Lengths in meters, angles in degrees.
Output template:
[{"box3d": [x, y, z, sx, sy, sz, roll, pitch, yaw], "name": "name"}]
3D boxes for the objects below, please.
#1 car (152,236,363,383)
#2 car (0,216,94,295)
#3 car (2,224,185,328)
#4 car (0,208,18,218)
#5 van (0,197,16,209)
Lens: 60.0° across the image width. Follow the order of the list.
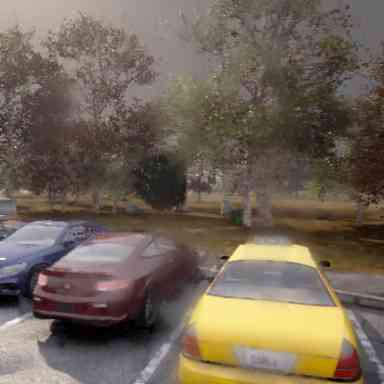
[{"box3d": [1.295, 1.471, 5.384, 1.946, 1.575, 5.366, 0, 0, 15], "name": "car"}, {"box3d": [-3.609, 1.463, 8.589, 2.002, 1.452, 4.674, 1, 0, 15], "name": "car"}, {"box3d": [-1.186, 1.488, 6.910, 2.002, 1.452, 4.674, 0, 0, 15], "name": "car"}, {"box3d": [-6.024, 1.438, 10.291, 2.002, 1.452, 4.674, 0, 0, 14], "name": "car"}, {"box3d": [-8.491, 1.145, 11.864, 1.878, 1.987, 4.442, 1, 0, 14], "name": "van"}]
